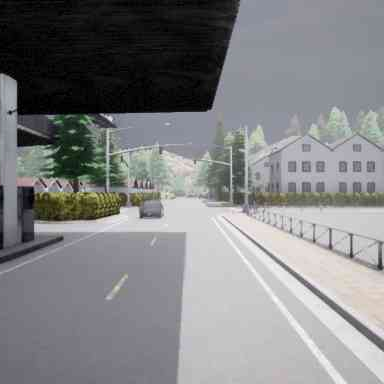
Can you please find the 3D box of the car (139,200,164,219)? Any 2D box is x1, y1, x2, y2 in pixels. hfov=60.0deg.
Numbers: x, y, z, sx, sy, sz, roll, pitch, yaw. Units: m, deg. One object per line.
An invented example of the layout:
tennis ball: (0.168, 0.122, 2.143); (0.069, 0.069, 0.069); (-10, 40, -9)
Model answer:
car: (-3.504, 1.536, 29.541); (1.837, 1.490, 4.892); (0, 1, 0)
